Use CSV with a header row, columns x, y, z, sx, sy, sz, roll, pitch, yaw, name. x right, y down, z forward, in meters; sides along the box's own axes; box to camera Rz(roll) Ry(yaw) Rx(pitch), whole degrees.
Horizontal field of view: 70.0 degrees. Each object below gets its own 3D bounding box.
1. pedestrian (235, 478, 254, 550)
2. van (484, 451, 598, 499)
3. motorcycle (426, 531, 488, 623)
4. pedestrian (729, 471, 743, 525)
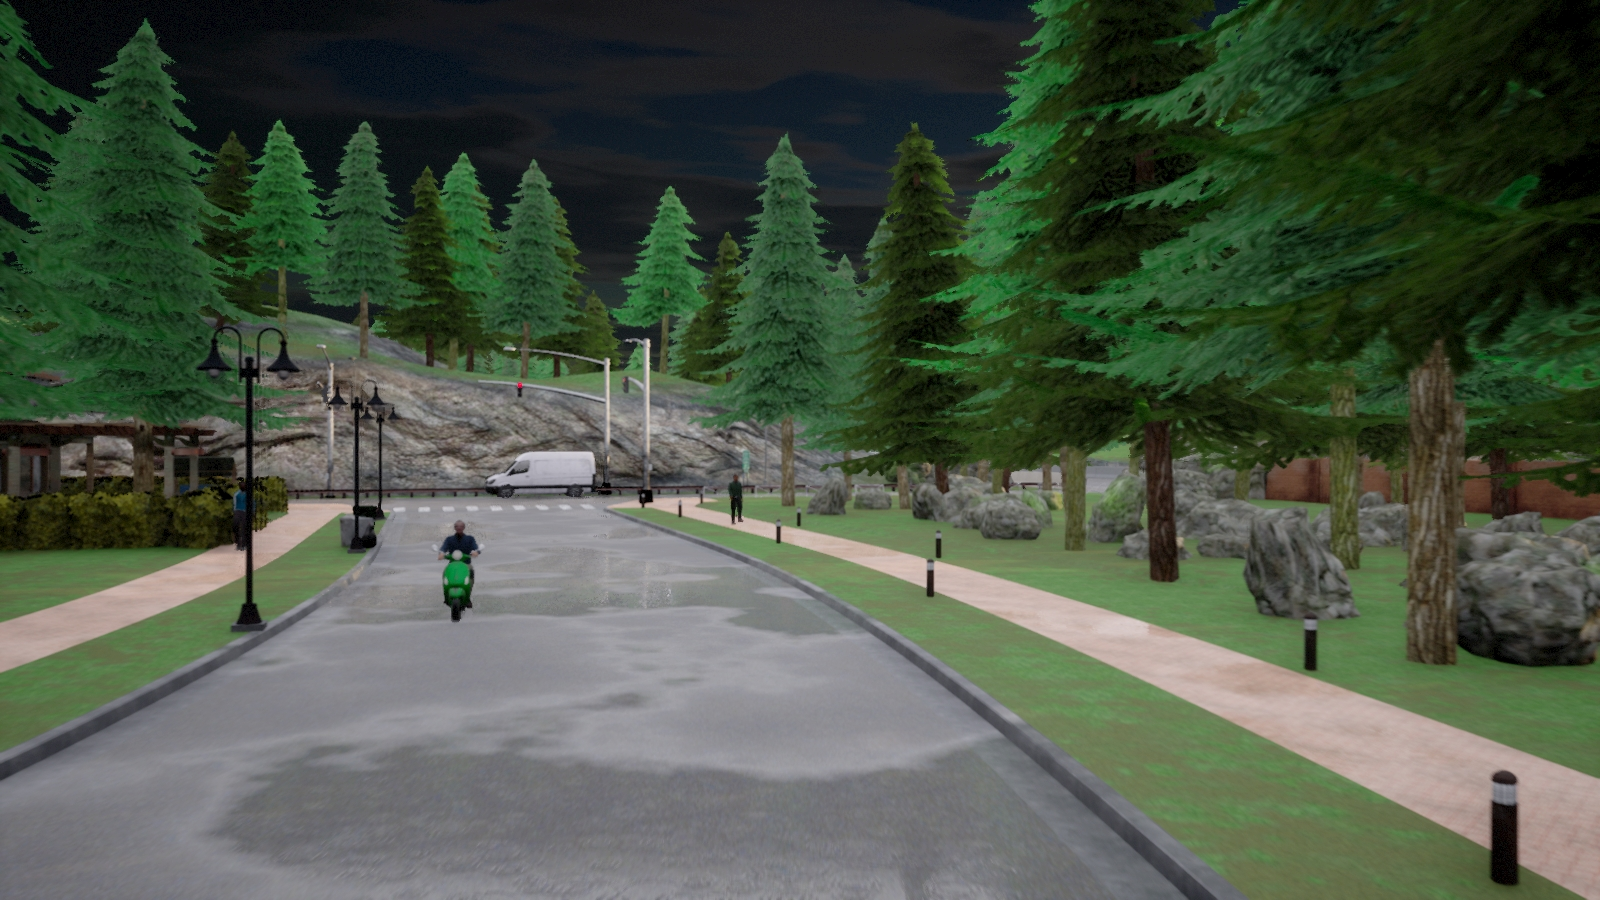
x,y,z,sx,sy,sz,roll,pitch,yaw,name
-14.442,1.662,29.701,0.375,1.860,0.375,0,0,-12,pedestrian
-14.256,1.333,62.878,5.915,2.561,1.988,0,0,-18,van
-5.746,2.097,19.236,0.856,1.334,1.805,0,0,-12,motorcycle
-2.222,1.663,39.746,0.375,1.860,0.375,0,0,-22,pedestrian
